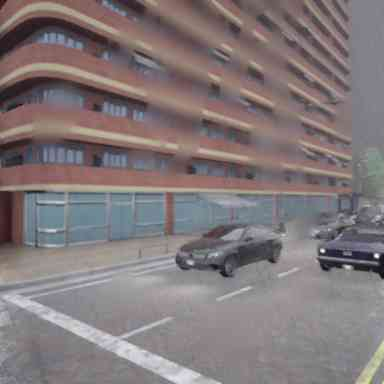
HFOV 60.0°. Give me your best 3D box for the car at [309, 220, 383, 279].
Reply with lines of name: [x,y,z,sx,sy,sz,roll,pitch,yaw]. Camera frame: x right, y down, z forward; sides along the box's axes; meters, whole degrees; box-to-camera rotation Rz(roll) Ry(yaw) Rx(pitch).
car: [5.825,1.838,11.043,1.895,1.301,4.718,-2,-2,41]

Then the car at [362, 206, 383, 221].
car: [13.948,1.894,25.751,2.097,1.767,4.553,-2,-2,41]

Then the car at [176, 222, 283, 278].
car: [1.480,1.800,11.353,1.812,1.442,4.674,-2,-2,41]

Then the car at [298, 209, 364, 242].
car: [7.530,1.896,18.355,2.128,1.511,4.902,-2,-2,41]

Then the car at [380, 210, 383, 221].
car: [12.462,1.872,18.700,2.128,1.511,4.902,-2,-2,41]
